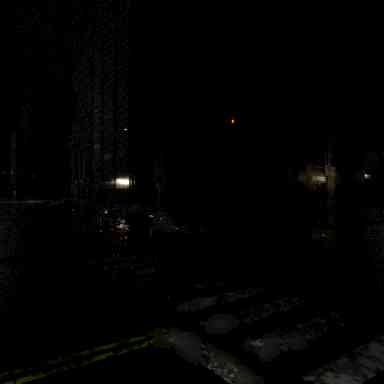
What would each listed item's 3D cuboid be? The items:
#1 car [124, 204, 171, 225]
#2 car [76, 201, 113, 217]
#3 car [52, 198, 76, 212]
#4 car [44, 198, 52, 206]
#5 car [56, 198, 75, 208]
[{"bbox_3d":[-3.403,1.608,24.317,1.812,1.442,4.674,1,-1,-37],"label":"car"},{"bbox_3d":[-9.344,1.621,32.688,2.128,1.511,4.902,1,-1,-35],"label":"car"},{"bbox_3d":[-15.486,1.725,41.382,2.033,1.411,5.357,1,-1,-34],"label":"car"},{"bbox_3d":[-26.482,1.804,62.419,2.128,1.511,4.902,1,-1,-36],"label":"car"},{"bbox_3d":[-20.692,1.792,54.242,1.812,1.442,4.674,1,-1,-35],"label":"car"}]
